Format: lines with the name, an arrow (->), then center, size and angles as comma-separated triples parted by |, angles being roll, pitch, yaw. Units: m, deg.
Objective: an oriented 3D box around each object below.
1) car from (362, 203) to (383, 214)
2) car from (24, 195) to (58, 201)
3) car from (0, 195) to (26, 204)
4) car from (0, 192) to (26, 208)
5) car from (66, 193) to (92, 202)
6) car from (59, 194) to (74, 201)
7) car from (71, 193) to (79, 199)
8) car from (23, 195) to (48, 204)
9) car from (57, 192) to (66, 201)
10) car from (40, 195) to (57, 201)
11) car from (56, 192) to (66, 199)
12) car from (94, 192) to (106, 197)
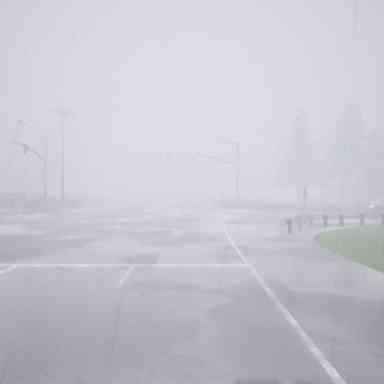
car -> 17.626, 1.236, 29.351 | 4.553, 1.767, 2.097 | 0, 0, 9
car -> -21.164, 1.401, 46.911 | 1.895, 1.301, 4.718 | 0, 0, 0
car -> -31.620, 1.235, 58.812 | 2.128, 1.511, 4.902 | 0, 0, 0
car -> -24.664, 1.028, 45.490 | 2.150, 2.045, 5.566 | 0, 0, 0
car -> -21.130, 1.274, 62.335 | 2.033, 1.411, 5.357 | 0, 0, 1
car -> -28.395, 1.165, 75.246 | 1.837, 1.490, 4.892 | 0, 0, -3
car -> -31.627, 1.093, 90.069 | 1.837, 1.490, 4.892 | 0, 0, -18
car -> -28.117, 1.285, 59.941 | 2.033, 1.411, 5.357 | 0, 0, 0
car -> -24.631, 1.223, 61.280 | 2.128, 1.511, 4.902 | 0, 0, 0
car -> -31.799, 1.267, 73.849 | 1.895, 1.301, 4.718 | 0, 0, -3
car -> -34.800, 0.872, 88.555 | 2.097, 1.767, 4.553 | 0, 0, -18
car -> -21.605, 1.131, 77.735 | 1.882, 1.535, 5.008 | 0, 0, -7
